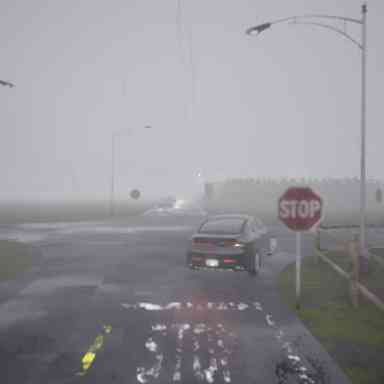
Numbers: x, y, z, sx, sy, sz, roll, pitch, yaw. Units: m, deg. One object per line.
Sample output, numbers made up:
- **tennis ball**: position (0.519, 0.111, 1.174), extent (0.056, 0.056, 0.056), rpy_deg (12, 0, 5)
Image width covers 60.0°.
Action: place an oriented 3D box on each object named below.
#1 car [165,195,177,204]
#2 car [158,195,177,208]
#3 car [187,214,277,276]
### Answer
- **car**: position (-3.675, 1.254, 59.117), extent (2.033, 1.411, 5.357), rpy_deg (0, 0, -1)
- **car**: position (-3.328, 1.338, 43.232), extent (2.033, 1.411, 5.357), rpy_deg (0, 0, -1)
- **car**: position (1.384, 1.463, 10.353), extent (1.837, 1.490, 4.892), rpy_deg (-1, 0, 22)
